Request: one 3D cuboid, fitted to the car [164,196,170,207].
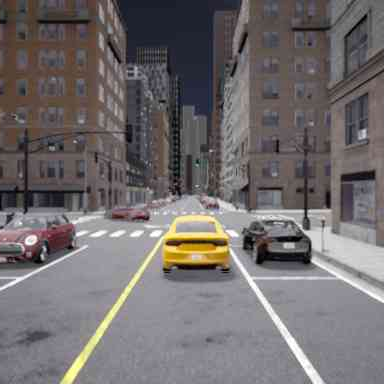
[{"bbox_3d":[-5.552,1.898,59.798,2.008,1.369,4.403,0,0,0],"label":"car"}]

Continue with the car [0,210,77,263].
[{"bbox_3d":[-5.658,1.499,11.880,1.967,1.590,4.097,0,0,0],"label":"car"}]

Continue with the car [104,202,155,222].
[{"bbox_3d":[-5.580,1.771,28.373,4.181,1.385,1.994,-1,-2,38],"label":"car"}]

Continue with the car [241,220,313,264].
[{"bbox_3d":[2.868,1.625,11.870,1.947,1.339,4.313,0,0,0],"label":"car"}]

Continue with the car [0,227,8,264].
[{"bbox_3d":[-5.664,1.613,6.378,1.802,1.307,4.206,0,0,0],"label":"car"}]

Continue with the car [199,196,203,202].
[{"bbox_3d":[3.002,1.869,70.596,1.967,1.590,4.097,0,0,0],"label":"car"}]

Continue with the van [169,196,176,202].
[{"bbox_3d":[-5.461,1.956,92.250,1.690,1.788,3.998,0,-1,0],"label":"van"}]

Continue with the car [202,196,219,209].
[{"bbox_3d":[2.941,1.715,48.960,1.967,1.590,4.097,0,0,0],"label":"car"}]

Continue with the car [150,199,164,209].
[{"bbox_3d":[-5.584,1.857,48.982,1.802,1.307,4.206,0,0,0],"label":"car"}]

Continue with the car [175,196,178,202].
[{"bbox_3d":[-5.476,1.880,86.842,2.192,1.841,5.009,0,-1,0],"label":"car"}]

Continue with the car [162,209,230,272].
[{"bbox_3d":[0.115,1.533,10.985,1.882,1.535,5.008,0,0,0],"label":"car"}]

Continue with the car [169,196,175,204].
[{"bbox_3d":[-5.507,1.995,75.854,1.752,1.417,4.829,0,0,0],"label":"car"}]

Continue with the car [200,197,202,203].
[{"bbox_3d":[2.972,1.899,59.777,2.008,1.369,4.403,0,0,0],"label":"car"}]
